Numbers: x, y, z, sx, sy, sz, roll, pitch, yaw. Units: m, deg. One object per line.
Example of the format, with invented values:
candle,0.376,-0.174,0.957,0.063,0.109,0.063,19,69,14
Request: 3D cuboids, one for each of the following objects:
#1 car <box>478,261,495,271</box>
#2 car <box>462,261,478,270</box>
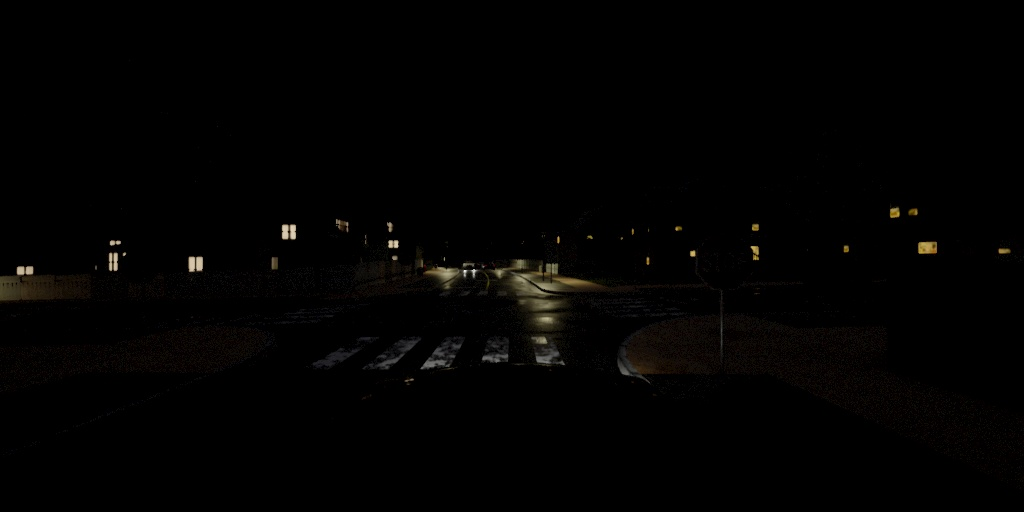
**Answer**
car,-3.780,1.561,56.629,2.033,1.411,5.357,0,-1,-10
car,-7.390,1.586,61.084,1.812,1.442,4.674,0,-1,-10
